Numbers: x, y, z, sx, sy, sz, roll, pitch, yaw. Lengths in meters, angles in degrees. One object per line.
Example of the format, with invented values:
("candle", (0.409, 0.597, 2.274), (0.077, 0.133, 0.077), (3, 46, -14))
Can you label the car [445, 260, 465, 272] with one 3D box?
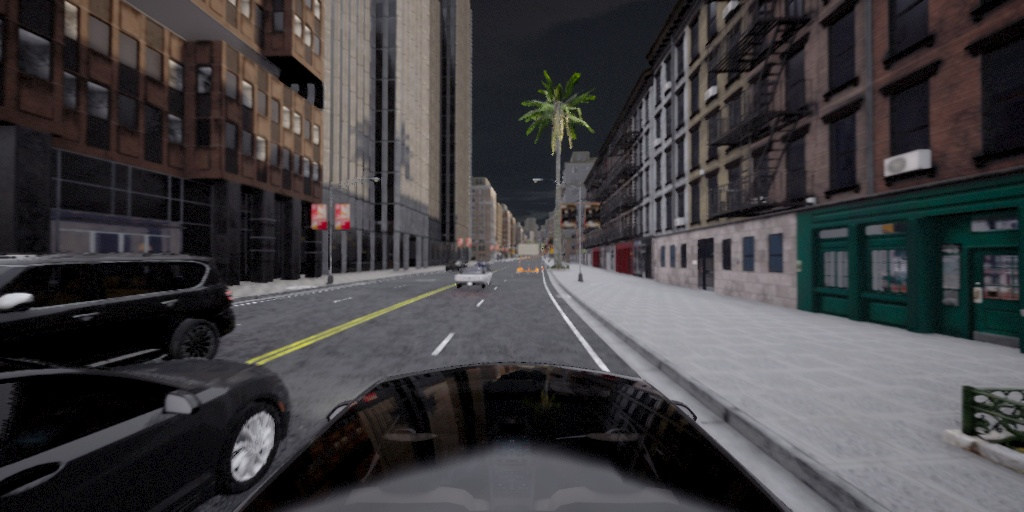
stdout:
("car", (-7.410, 1.335, 47.502), (1.882, 1.535, 5.008), (0, 0, 5))

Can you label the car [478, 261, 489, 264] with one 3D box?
("car", (-4.047, 1.411, 48.716), (2.033, 1.411, 5.357), (0, 0, 5))

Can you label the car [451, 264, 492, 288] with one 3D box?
("car", (-2.458, 1.411, 24.090), (1.895, 1.301, 4.718), (0, 0, 3))

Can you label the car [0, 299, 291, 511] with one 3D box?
("car", (-3.119, 1.249, 1.621), (1.837, 1.490, 4.892), (0, 0, 0))

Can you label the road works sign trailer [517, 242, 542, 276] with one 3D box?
("road works sign trailer", (1.766, 0.312, 39.014), (2.380, 3.560, 2.880), (0, 0, 5))

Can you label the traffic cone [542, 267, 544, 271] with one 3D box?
("traffic cone", (4.412, 1.833, 51.844), (0.340, 0.580, 0.340), (0, 0, 5))

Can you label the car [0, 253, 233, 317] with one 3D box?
("car", (-6.560, 0.970, 4.773), (2.150, 2.045, 5.566), (0, 0, 1))
